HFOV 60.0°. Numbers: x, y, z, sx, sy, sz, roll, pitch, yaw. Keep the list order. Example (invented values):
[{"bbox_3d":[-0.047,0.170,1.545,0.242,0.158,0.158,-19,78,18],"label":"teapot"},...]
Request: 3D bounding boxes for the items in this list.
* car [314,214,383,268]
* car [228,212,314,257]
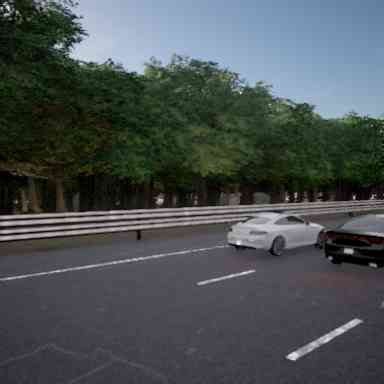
[{"bbox_3d":[6.167,1.446,10.603,5.008,1.535,1.882,0,0,-40],"label":"car"},{"bbox_3d":[3.385,1.490,12.847,4.674,1.442,1.812,0,0,-40],"label":"car"}]
